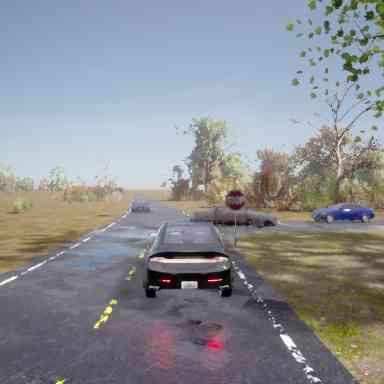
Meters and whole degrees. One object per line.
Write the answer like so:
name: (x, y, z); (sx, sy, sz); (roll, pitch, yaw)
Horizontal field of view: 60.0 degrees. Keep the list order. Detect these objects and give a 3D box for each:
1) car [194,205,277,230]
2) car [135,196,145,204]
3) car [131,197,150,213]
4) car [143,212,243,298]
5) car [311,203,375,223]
car: (2.629, 1.550, 21.123); (5.357, 1.411, 2.033); (0, 0, 18)
car: (-10.422, 1.546, 66.829); (1.994, 1.385, 4.181); (0, 0, -9)
car: (-5.597, 1.556, 36.401); (1.994, 1.385, 4.181); (0, 0, -8)
car: (-0.106, 1.491, 8.525); (2.128, 1.511, 4.902); (0, 0, -1)
car: (11.384, 1.555, 25.119); (4.674, 1.442, 1.812); (0, 0, -9)
